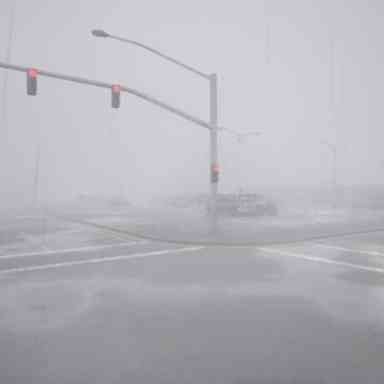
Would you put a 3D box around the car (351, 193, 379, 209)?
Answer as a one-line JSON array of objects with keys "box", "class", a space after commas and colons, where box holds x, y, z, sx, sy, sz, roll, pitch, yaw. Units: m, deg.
[{"box": [21.702, 1.095, 40.737, 1.905, 1.878, 3.866, 0, 0, -35], "class": "car"}]

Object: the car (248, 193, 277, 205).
[{"box": [11.653, 1.092, 55.089, 1.932, 1.855, 4.605, 0, 0, -35], "class": "car"}]

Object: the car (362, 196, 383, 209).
[{"box": [24.082, 1.330, 42.386, 1.970, 1.475, 3.806, 0, 0, -35], "class": "car"}]

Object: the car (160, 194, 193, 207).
[{"box": [-2.148, 1.359, 45.340, 1.970, 1.475, 3.806, 0, 0, -35], "class": "car"}]

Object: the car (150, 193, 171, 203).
[{"box": [-6.066, 1.351, 61.024, 1.970, 1.475, 3.806, 0, 0, -35], "class": "car"}]

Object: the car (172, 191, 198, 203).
[{"box": [-1.521, 1.100, 64.259, 1.932, 1.855, 4.605, 0, 0, -35], "class": "car"}]

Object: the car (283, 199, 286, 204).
[{"box": [14.065, 1.298, 56.695, 1.784, 1.438, 3.905, 0, 0, -35], "class": "car"}]

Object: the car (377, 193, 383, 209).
[{"box": [11.800, 1.193, 16.459, 5.566, 2.045, 2.150, 0, 0, -34], "class": "car"}]

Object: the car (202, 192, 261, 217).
[{"box": [3.231, 1.126, 27.858, 1.932, 1.855, 4.605, 0, 0, -35], "class": "car"}]

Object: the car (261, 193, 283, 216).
[{"box": [5.635, 1.124, 29.471, 1.905, 1.878, 3.866, 0, 0, -35], "class": "car"}]
